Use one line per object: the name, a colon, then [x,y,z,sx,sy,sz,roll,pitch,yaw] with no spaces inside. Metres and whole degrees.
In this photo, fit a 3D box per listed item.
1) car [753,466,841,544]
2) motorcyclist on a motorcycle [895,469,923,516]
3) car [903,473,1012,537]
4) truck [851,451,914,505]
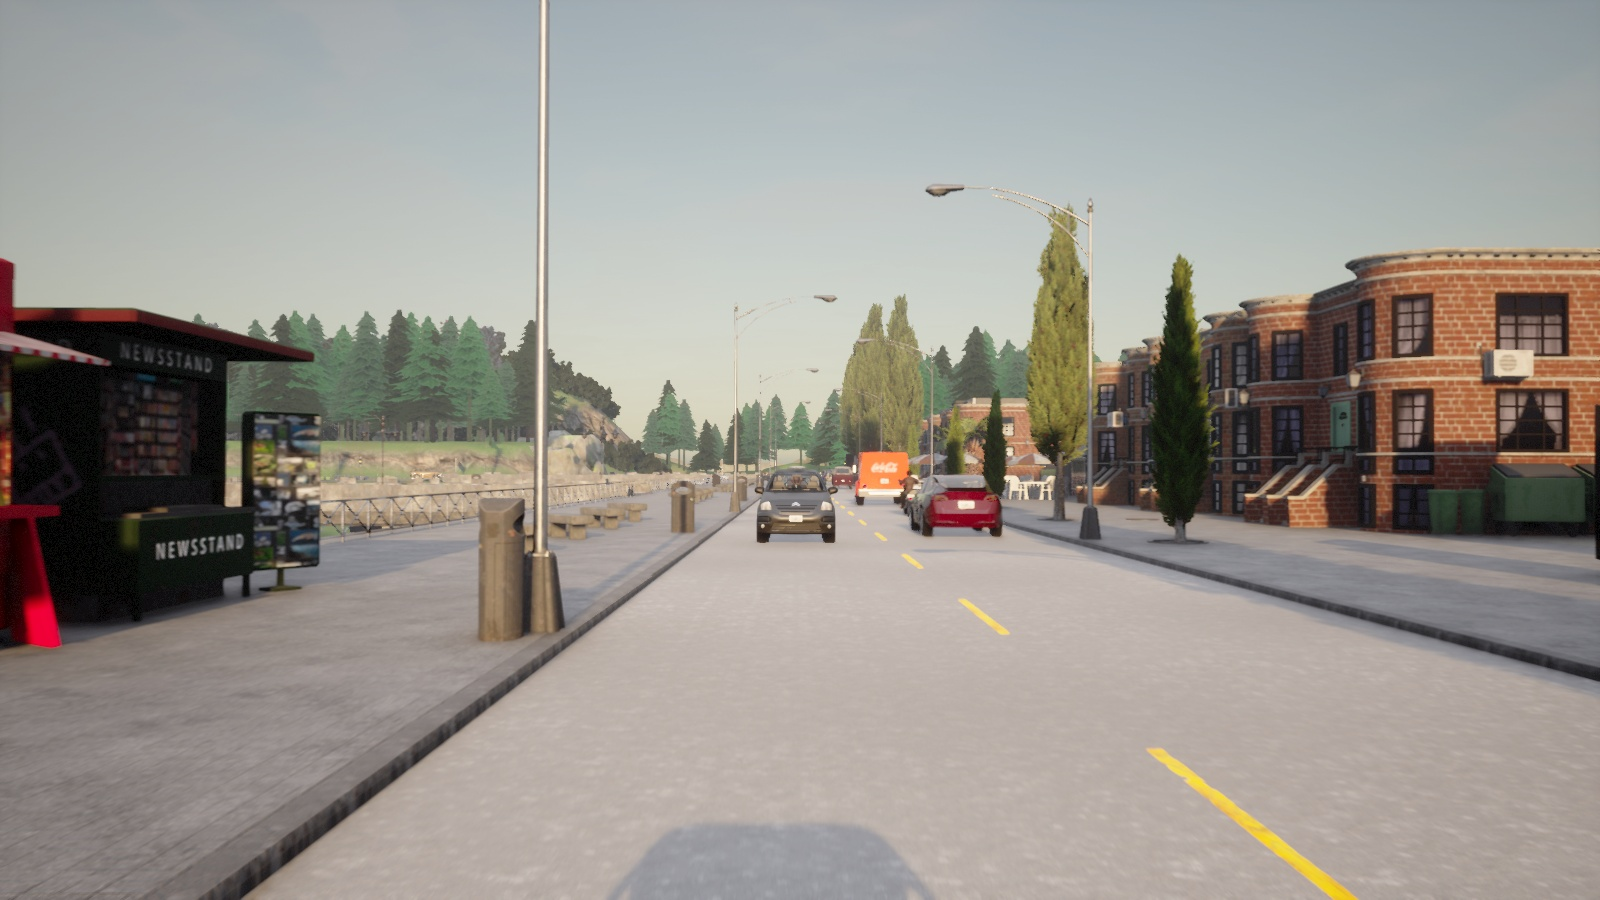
car: [-0.074,1.189,28.421,1.851,1.617,3.988,0,-1,0]
motorcyclist on a motorcycle: [3.883,1.501,44.880,0.766,1.649,2.350,0,-1,0]
car: [3.916,1.335,32.014,2.163,1.488,4.792,0,-1,0]
truck: [3.843,1.311,59.642,2.627,2.467,5.204,0,-1,0]
